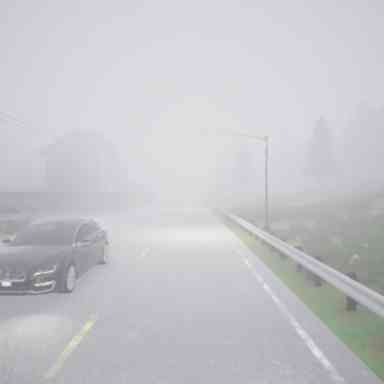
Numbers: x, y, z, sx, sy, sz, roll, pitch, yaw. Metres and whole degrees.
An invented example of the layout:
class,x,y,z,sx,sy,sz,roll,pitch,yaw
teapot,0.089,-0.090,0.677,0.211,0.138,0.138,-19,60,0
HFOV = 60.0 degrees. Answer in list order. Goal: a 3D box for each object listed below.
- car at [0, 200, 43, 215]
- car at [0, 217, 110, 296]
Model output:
class,x,y,z,sx,sy,sz,roll,pitch,yaw
car,-16.295,1.467,30.519,4.902,1.511,2.128,0,0,-1
car,-3.555,1.496,8.840,1.837,1.490,4.892,0,1,1
